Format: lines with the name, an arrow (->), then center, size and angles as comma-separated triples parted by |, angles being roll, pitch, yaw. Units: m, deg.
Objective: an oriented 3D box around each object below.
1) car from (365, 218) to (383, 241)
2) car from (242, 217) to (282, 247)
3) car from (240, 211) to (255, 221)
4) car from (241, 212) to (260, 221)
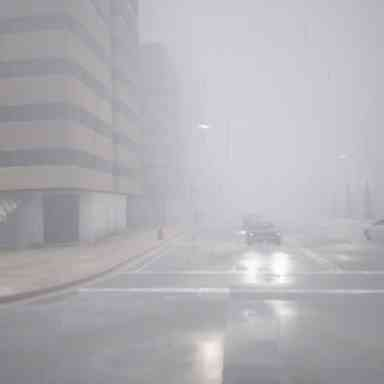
car -> 11.104, 2.087, 18.202 | 1.812, 1.442, 4.674 | -2, -3, 8
car -> 4.241, 2.451, 20.127 | 1.895, 1.301, 4.718 | -2, -3, 8
car -> 8.506, 3.726, 51.190 | 1.994, 1.385, 4.181 | -2, -3, 8
car -> 6.073, 2.902, 33.776 | 1.882, 1.535, 5.008 | -2, -3, 8
